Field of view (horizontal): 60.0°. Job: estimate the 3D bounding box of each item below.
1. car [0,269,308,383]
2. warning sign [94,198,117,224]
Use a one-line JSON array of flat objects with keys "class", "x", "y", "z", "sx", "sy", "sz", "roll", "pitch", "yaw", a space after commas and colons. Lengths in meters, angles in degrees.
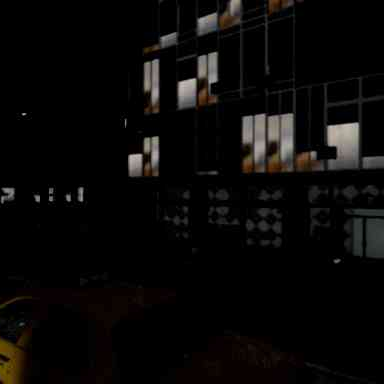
[{"class": "car", "x": -1.251, "y": 1.524, "z": 3.613, "sx": 4.829, "sy": 1.417, "sz": 1.752, "roll": 0, "pitch": 0, "yaw": 35}, {"class": "warning sign", "x": -6.662, "y": 1.444, "z": 25.527, "sx": 1.300, "sy": 1.860, "sz": 1.060, "roll": 1, "pitch": 1, "yaw": 33}]
